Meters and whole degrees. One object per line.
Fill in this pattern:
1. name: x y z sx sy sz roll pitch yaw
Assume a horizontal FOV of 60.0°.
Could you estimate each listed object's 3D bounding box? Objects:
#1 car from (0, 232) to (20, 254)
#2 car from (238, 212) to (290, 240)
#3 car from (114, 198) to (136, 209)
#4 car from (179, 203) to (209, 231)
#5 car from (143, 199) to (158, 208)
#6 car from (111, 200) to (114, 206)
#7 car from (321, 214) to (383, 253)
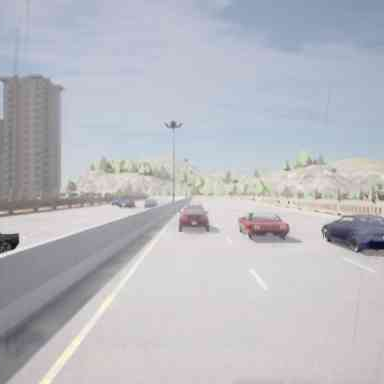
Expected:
1. car: -7.091 1.652 9.701 1.895 1.301 4.718 0 0 0
2. car: 3.614 1.692 17.664 1.895 1.301 4.718 0 0 0
3. car: -9.936 1.755 51.219 2.128 1.511 4.902 0 0 2
4. car: 0.133 1.636 21.325 1.812 1.442 4.674 0 0 0
5. car: -6.398 1.795 52.288 1.812 1.442 4.674 0 0 2
6. car: -13.153 1.812 59.771 1.837 1.490 4.892 0 0 2
7. car: 7.111 1.637 14.078 1.994 1.385 4.181 0 0 0
